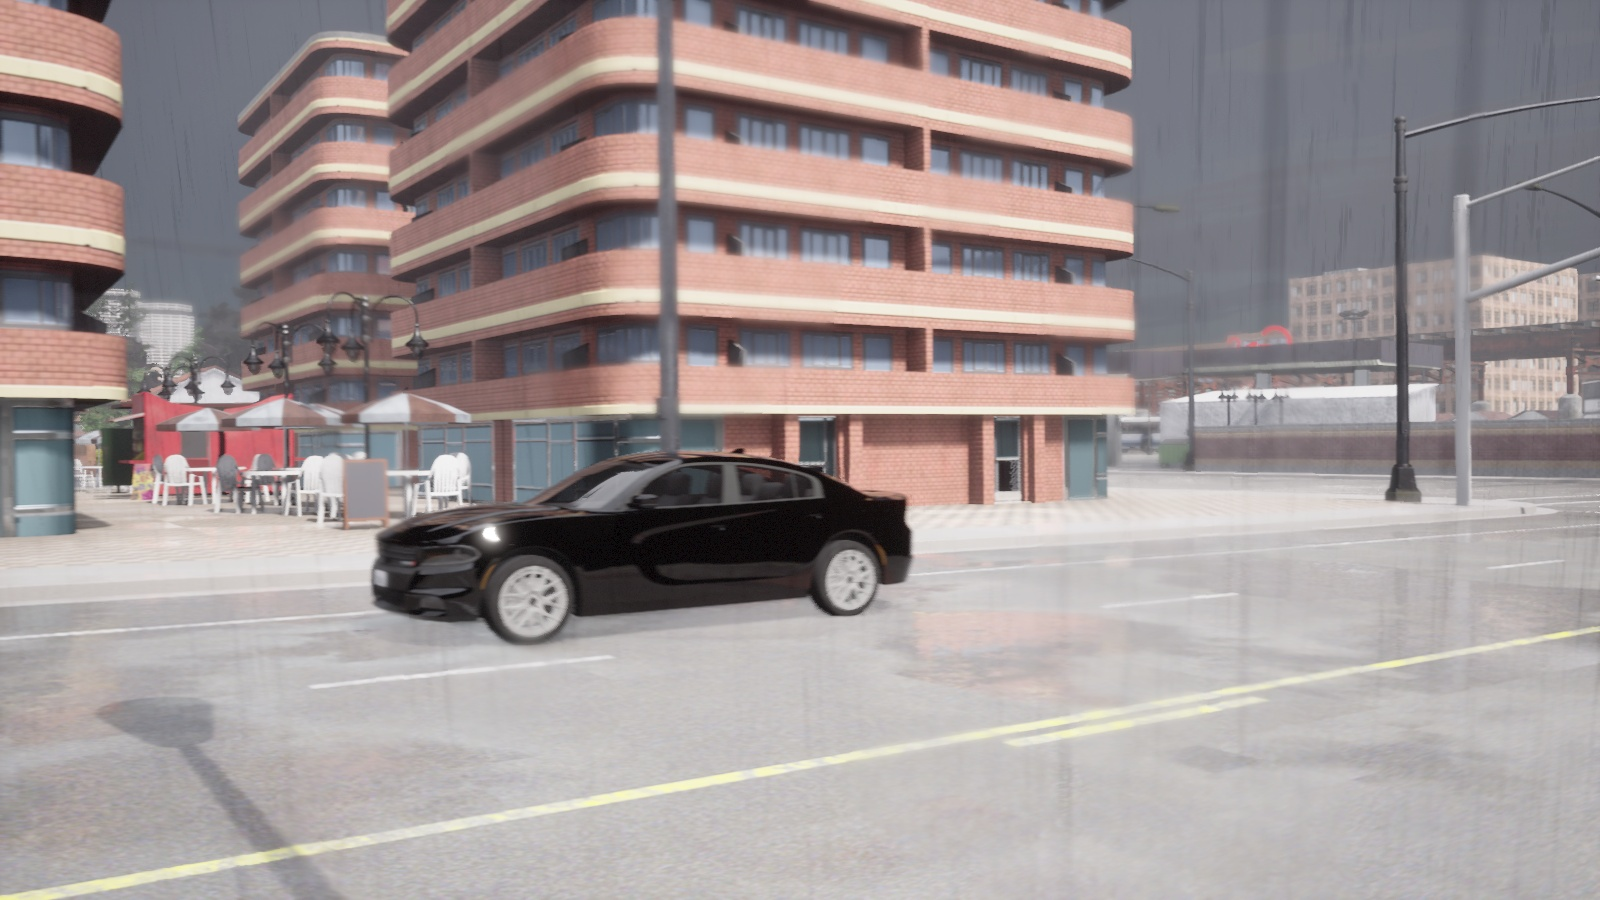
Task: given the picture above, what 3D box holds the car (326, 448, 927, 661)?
[{"bbox_3d":[-1.391,0.752,11.219,5.008,1.535,1.882,0,0,-35],"label":"car"}]
